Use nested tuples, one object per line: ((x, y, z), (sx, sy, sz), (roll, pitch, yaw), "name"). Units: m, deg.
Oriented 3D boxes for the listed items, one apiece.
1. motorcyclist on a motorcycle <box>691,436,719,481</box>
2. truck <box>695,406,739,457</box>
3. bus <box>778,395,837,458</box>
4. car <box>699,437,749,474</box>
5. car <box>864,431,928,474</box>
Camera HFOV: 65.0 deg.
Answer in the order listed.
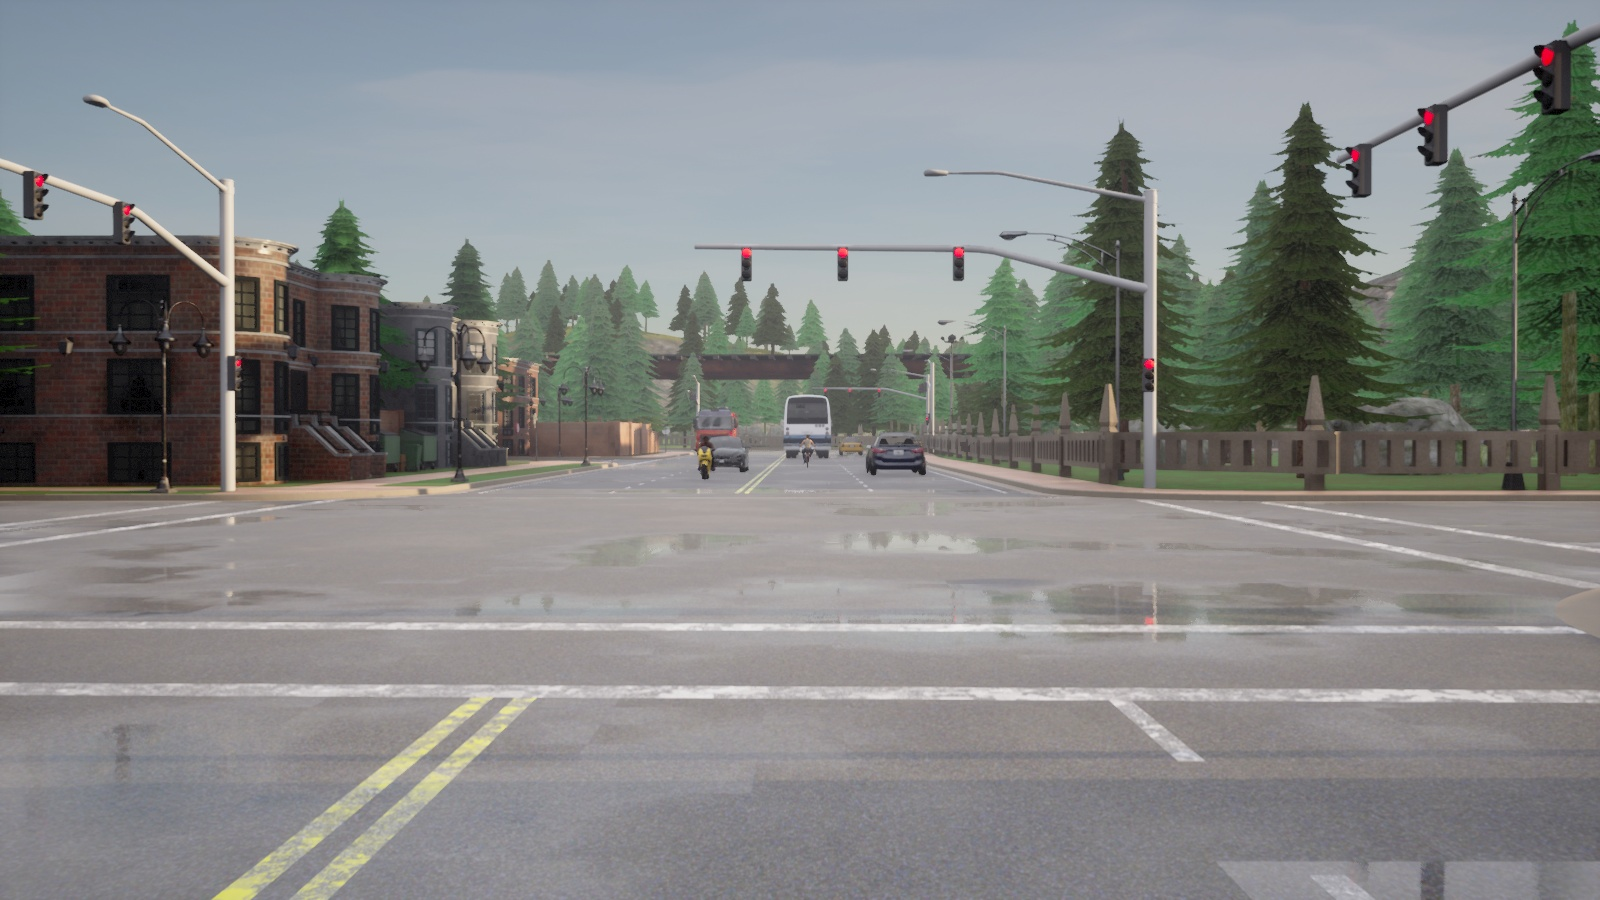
((-3.241, 0.278, 43.146), (0.797, 1.523, 2.044), (0, 1, 0), "motorcyclist on a motorcycle")
((-6.427, -1.444, 98.346), (2.891, 3.827, 8.468), (0, 1, 0), "truck")
((0.525, -1.562, 89.821), (3.944, 4.253, 10.273), (0, 0, 0), "bus")
((-3.182, 0.194, 53.469), (1.837, 1.490, 4.892), (0, 1, 0), "car")
((3.801, 0.070, 50.459), (2.242, 1.667, 4.611), (0, 1, 0), "car")
